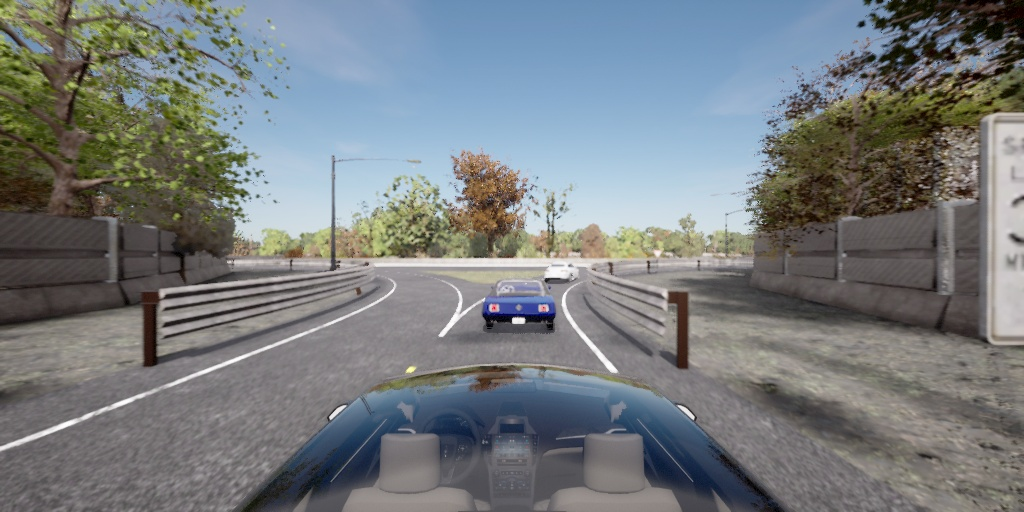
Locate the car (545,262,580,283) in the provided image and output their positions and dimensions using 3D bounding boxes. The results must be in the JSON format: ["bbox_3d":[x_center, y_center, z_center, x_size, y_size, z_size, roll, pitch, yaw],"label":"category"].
[{"bbox_3d":[3.805,1.161,26.923,1.812,1.442,4.674,0,0,22],"label":"car"}]

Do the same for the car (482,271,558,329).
[{"bbox_3d":[0.280,1.308,11.083,1.895,1.301,4.718,0,0,3],"label":"car"}]
